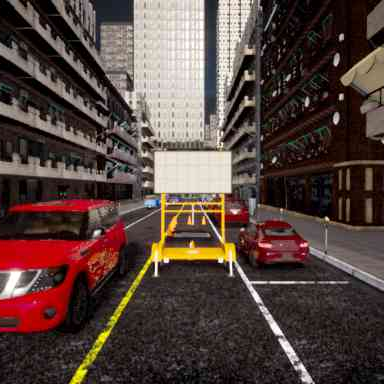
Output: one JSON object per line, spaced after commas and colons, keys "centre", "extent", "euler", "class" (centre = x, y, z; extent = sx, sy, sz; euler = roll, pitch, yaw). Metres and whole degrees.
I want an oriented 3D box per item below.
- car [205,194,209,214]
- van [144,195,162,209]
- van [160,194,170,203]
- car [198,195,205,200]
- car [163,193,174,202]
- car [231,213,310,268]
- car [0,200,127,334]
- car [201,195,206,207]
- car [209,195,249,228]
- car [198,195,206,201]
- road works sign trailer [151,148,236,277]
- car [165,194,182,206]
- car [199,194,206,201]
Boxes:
{"centre": [2.546, 1.306, 27.634], "extent": [2.192, 1.841, 5.009], "euler": [-1, 0, 0], "class": "car"}
{"centre": [-5.338, 1.325, 44.259], "extent": [1.690, 1.788, 3.998], "euler": [-1, 0, 0], "class": "van"}
{"centre": [-5.344, 1.313, 66.455], "extent": [1.690, 1.788, 3.998], "euler": [-1, 0, 0], "class": "van"}
{"centre": [2.533, 1.483, 88.843], "extent": [1.752, 1.417, 4.829], "euler": [-1, 0, 0], "class": "car"}
{"centre": [-5.347, 1.280, 77.554], "extent": [2.192, 1.841, 5.009], "euler": [-1, 0, 0], "class": "car"}
{"centre": [2.554, 1.579, 10.987], "extent": [1.802, 1.307, 4.206], "euler": [-1, 0, 0], "class": "car"}
{"centre": [-2.852, 1.219, 7.106], "extent": [2.150, 2.045, 5.566], "euler": [0, 0, 0], "class": "car"}
{"centre": [2.544, 1.509, 44.451], "extent": [1.752, 1.417, 4.829], "euler": [-1, 0, 0], "class": "car"}
{"centre": [2.548, 1.308, 22.084], "extent": [2.192, 1.841, 5.009], "euler": [-1, 0, 0], "class": "car"}
{"centre": [2.534, 1.506, 83.124], "extent": [1.887, 1.381, 4.507], "euler": [-1, 0, 0], "class": "car"}
{"centre": [0.028, 0.461, 10.236], "extent": [2.380, 3.560, 2.880], "euler": [0, 0, -1], "class": "road works sign trailer"}
{"centre": [-2.764, 1.208, 53.934], "extent": [2.150, 2.045, 5.566], "euler": [0, 0, 0], "class": "car"}
{"centre": [2.542, 1.421, 49.830], "extent": [1.967, 1.590, 4.097], "euler": [-1, 0, 0], "class": "car"}
